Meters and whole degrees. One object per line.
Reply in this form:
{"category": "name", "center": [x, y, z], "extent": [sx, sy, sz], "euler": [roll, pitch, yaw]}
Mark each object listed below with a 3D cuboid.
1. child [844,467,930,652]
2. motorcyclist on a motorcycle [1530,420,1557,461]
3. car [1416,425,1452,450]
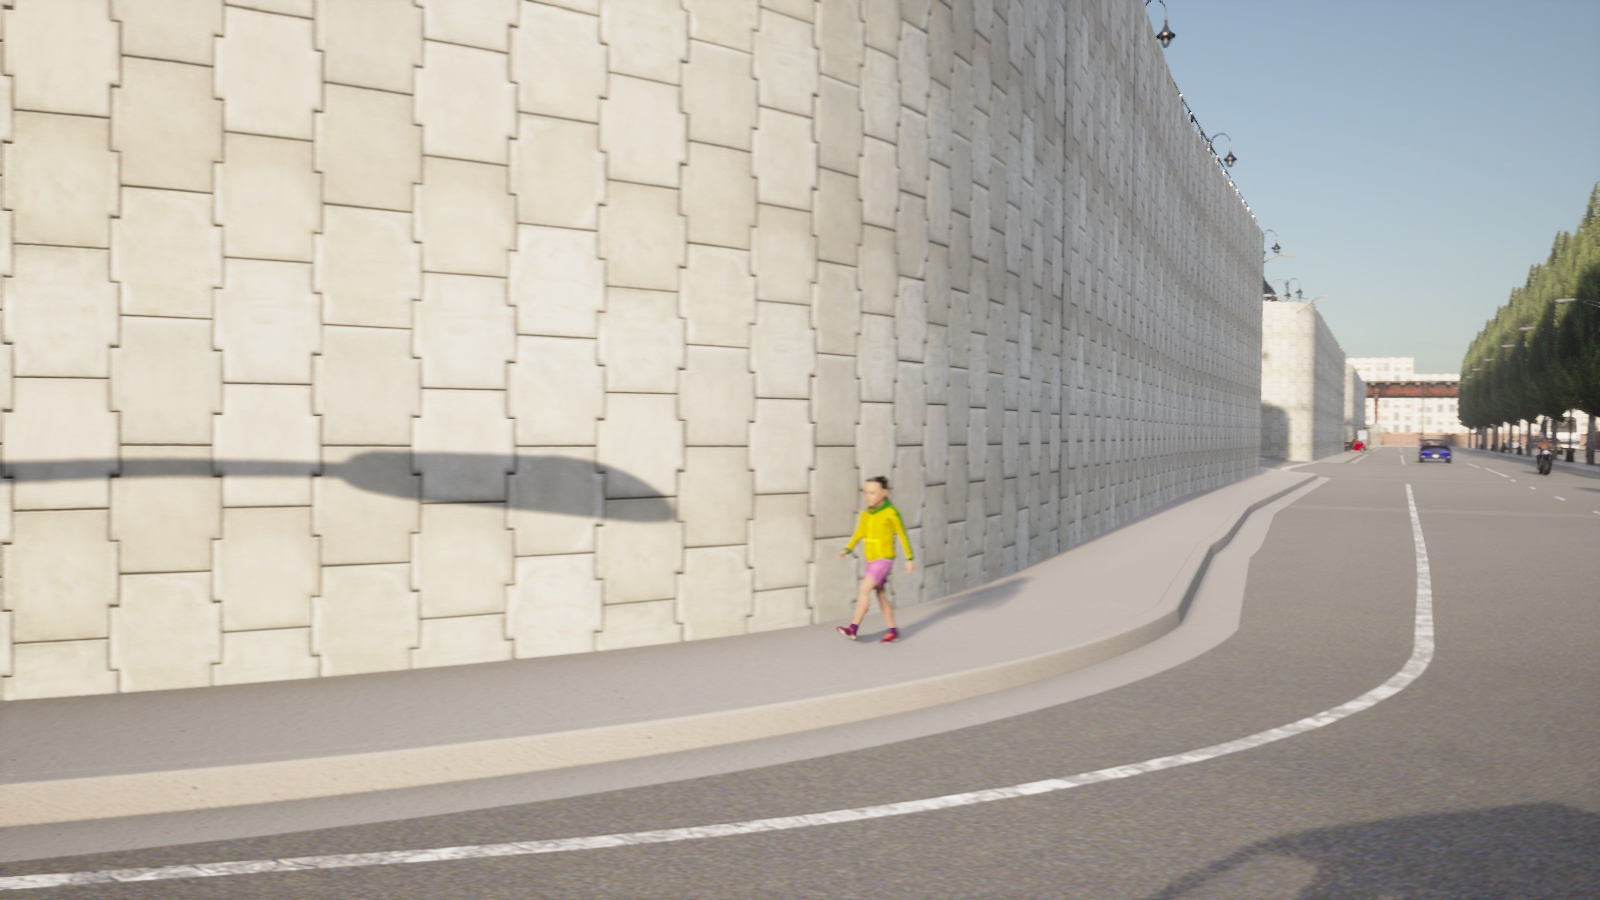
{"category": "child", "center": [0.573, 0.699, 8.256], "extent": [0.473, 1.160, 0.299], "euler": [-1, 1, -38]}
{"category": "motorcyclist on a motorcycle", "center": [31.175, -0.421, 52.677], "extent": [0.766, 1.649, 2.350], "euler": [0, 1, 25]}
{"category": "car", "center": [38.764, -0.792, 76.850], "extent": [1.816, 1.474, 4.193], "euler": [0, 1, 25]}
